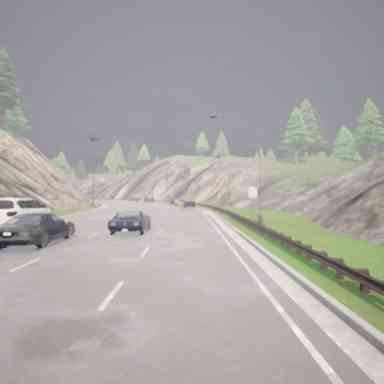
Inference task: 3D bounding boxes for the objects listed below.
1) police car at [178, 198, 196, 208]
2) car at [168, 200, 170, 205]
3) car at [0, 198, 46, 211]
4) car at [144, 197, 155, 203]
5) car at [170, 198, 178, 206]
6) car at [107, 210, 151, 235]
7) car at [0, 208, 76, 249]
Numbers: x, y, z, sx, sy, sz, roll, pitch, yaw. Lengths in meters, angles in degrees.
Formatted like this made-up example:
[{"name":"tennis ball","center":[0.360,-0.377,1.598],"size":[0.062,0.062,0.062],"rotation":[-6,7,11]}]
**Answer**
[{"name":"police car","center":[-0.591,1.778,54.794],"size":[1.930,1.638,5.238],"rotation":[0,0,-8]},{"name":"car","center":[-3.830,1.963,70.680],"size":[1.837,1.490,4.892],"rotation":[0,0,-15]},{"name":"car","center":[-10.541,1.362,20.439],"size":[2.150,2.045,5.566],"rotation":[0,0,0]},{"name":"car","center":[-11.459,1.992,89.433],"size":[2.128,1.511,4.902],"rotation":[0,0,-25]},{"name":"car","center":[-2.427,1.875,64.915],"size":[1.801,1.575,5.366],"rotation":[0,0,-12]},{"name":"car","center":[-3.535,1.731,19.696],"size":[1.895,1.301,4.718],"rotation":[0,0,0]},{"name":"car","center":[-6.999,1.651,15.076],"size":[2.033,1.411,5.357],"rotation":[0,0,0]}]
